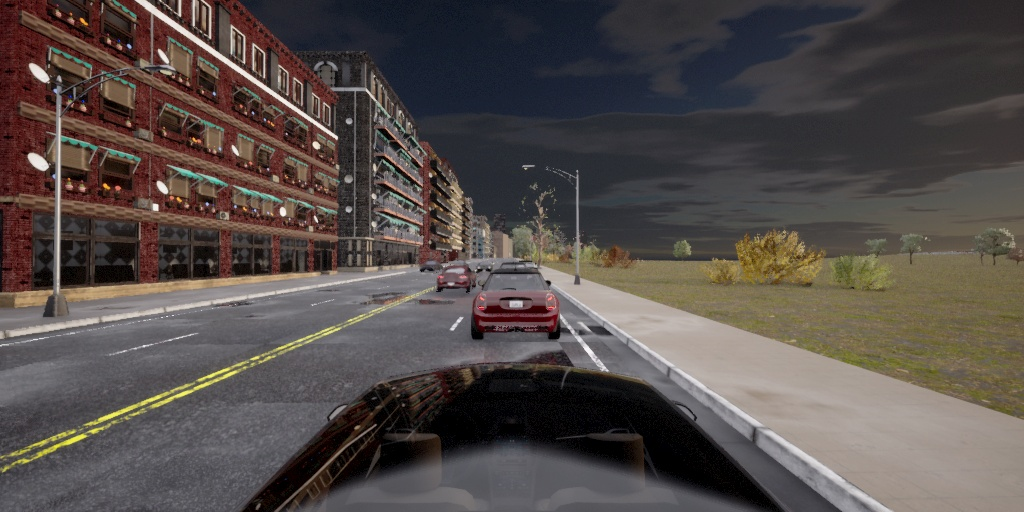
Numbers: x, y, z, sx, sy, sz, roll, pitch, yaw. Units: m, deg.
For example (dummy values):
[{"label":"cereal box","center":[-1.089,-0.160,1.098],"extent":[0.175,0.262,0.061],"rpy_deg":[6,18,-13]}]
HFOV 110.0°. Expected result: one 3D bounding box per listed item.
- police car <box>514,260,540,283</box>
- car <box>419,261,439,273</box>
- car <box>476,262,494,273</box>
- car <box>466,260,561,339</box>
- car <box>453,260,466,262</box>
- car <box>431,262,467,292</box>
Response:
[{"label":"police car","center":[1.108,1.179,29.453],"extent":[1.930,1.638,5.238],"rpy_deg":[0,0,0]},{"label":"car","center":[-9.896,1.301,44.154],"extent":[2.033,1.411,5.357],"rpy_deg":[0,0,0]},{"label":"car","center":[-3.193,1.354,43.567],"extent":[1.895,1.301,4.718],"rpy_deg":[0,0,0]},{"label":"car","center":[0.083,1.104,10.185],"extent":[2.097,1.767,4.553],"rpy_deg":[0,0,0]},{"label":"car","center":[-6.645,1.258,45.051],"extent":[1.837,1.490,4.892],"rpy_deg":[0,0,0]},{"label":"car","center":[-3.173,1.279,20.947],"extent":[1.812,1.442,4.674],"rpy_deg":[0,0,0]}]
